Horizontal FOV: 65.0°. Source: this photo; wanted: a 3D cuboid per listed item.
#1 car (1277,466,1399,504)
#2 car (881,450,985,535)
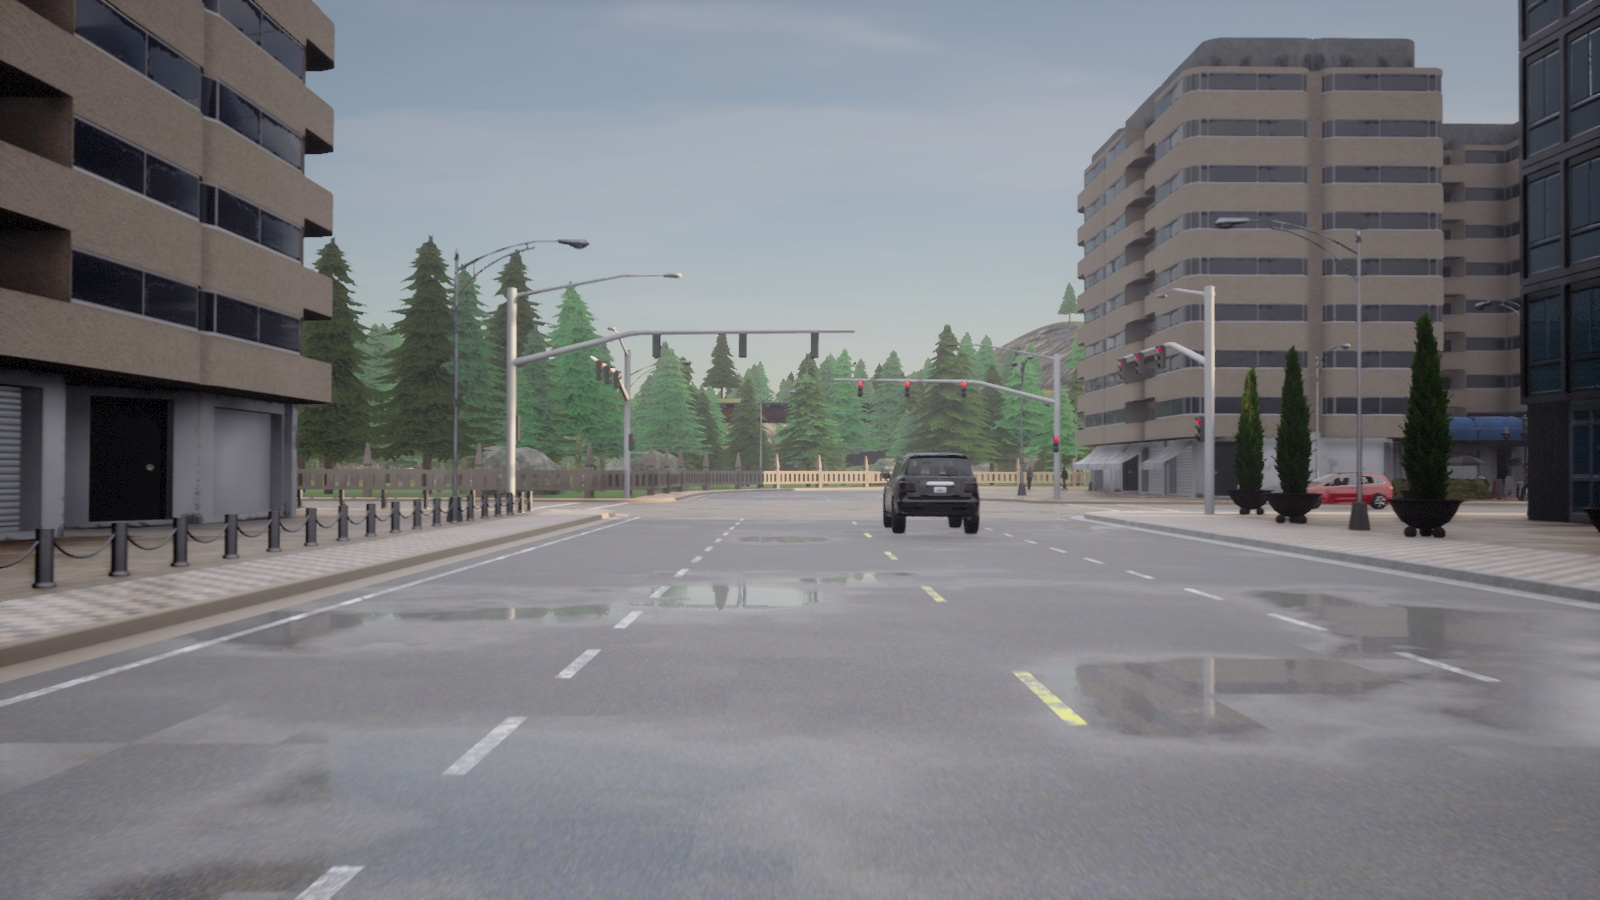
[{"bbox_3d":[24.487,1.575,57.283,4.611,1.667,2.242,0,-1,0],"label":"car"},{"bbox_3d":[3.417,1.077,33.300,2.150,2.045,5.566,0,-1,0],"label":"car"}]
